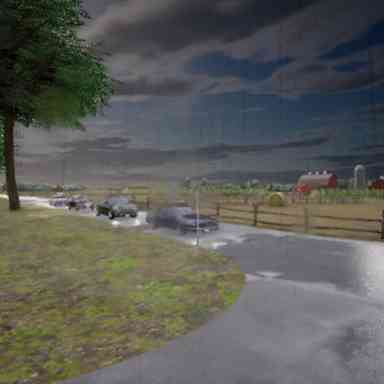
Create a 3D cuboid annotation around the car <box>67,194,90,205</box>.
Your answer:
[{"bbox_3d":[-15.791,1.062,46.180,1.994,1.385,4.181,0,1,-33],"label":"car"}]

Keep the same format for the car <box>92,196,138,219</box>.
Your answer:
[{"bbox_3d":[-5.962,1.121,26.268,2.097,1.767,4.553,0,1,-34],"label":"car"}]

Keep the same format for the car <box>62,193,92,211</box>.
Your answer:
[{"bbox_3d":[-11.517,1.135,34.585,2.128,1.511,4.902,0,1,-34],"label":"car"}]

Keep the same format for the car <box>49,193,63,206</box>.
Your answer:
[{"bbox_3d":[-17.081,1.133,42.953,1.895,1.301,4.718,0,1,-33],"label":"car"}]

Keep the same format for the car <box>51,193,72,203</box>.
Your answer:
[{"bbox_3d":[-21.414,0.887,54.485,2.128,1.511,4.902,0,1,-34],"label":"car"}]

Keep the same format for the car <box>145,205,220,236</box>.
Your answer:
[{"bbox_3d":[-0.722,1.448,18.435,2.033,1.411,5.357,0,1,-34],"label":"car"}]
